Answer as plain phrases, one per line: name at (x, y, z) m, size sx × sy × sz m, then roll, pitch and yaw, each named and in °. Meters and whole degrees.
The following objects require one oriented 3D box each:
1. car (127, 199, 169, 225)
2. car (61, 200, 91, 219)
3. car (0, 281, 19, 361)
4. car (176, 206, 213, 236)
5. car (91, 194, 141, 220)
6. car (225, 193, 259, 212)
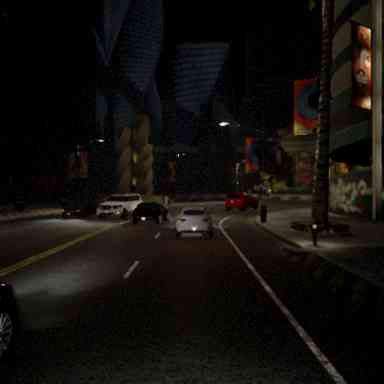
car at (-2.880, 1.460, 23.932) m, size 1.837 × 1.490 × 4.892 m, roll 0°, pitch 0°, yaw 6°
car at (-9.328, 1.472, 28.738) m, size 1.812 × 1.442 × 4.674 m, roll 0°, pitch 0°, yaw 13°
car at (-3.400, 1.486, 2.843) m, size 2.128 × 1.511 × 4.902 m, roll 0°, pitch 0°, yaw 0°
car at (0.142, 1.492, 17.992) m, size 1.812 × 1.442 × 4.674 m, roll 0°, pitch 0°, yaw 1°
car at (-5.967, 1.169, 28.244) m, size 2.150 × 2.045 × 5.566 m, roll 0°, pitch 0°, yaw 13°
car at (5.798, 1.151, 38.159) m, size 2.150 × 2.045 × 5.566 m, roll 0°, pitch 0°, yaw 33°
